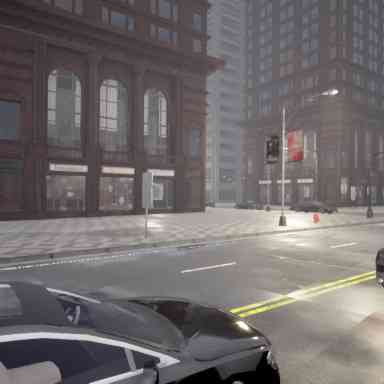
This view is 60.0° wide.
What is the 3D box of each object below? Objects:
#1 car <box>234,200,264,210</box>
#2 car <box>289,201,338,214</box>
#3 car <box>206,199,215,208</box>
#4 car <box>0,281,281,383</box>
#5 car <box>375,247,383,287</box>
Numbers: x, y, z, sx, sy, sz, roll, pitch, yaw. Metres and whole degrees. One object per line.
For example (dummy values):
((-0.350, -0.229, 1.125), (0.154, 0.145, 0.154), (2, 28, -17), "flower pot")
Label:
((7.709, 1.787, 45.283), (1.994, 1.385, 4.181), (1, -1, -35), "car")
((13.467, 1.725, 37.182), (2.033, 1.411, 5.357), (1, -1, -35), "car")
((1.679, 1.748, 53.774), (1.882, 1.535, 5.008), (1, -1, -35), "car")
((-1.396, 1.492, 2.444), (4.902, 1.511, 2.128), (0, 0, -36), "car")
((6.218, 1.516, 7.868), (4.892, 1.490, 1.837), (0, 0, -35), "car")
